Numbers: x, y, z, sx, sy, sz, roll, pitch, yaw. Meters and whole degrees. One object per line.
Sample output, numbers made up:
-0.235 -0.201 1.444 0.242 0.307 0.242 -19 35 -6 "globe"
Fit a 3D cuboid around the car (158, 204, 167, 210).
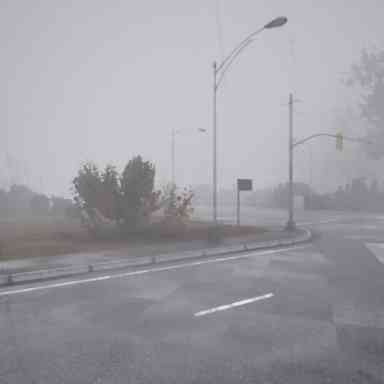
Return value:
-2.815 1.469 41.083 1.837 1.490 4.892 0 0 -39 "car"
